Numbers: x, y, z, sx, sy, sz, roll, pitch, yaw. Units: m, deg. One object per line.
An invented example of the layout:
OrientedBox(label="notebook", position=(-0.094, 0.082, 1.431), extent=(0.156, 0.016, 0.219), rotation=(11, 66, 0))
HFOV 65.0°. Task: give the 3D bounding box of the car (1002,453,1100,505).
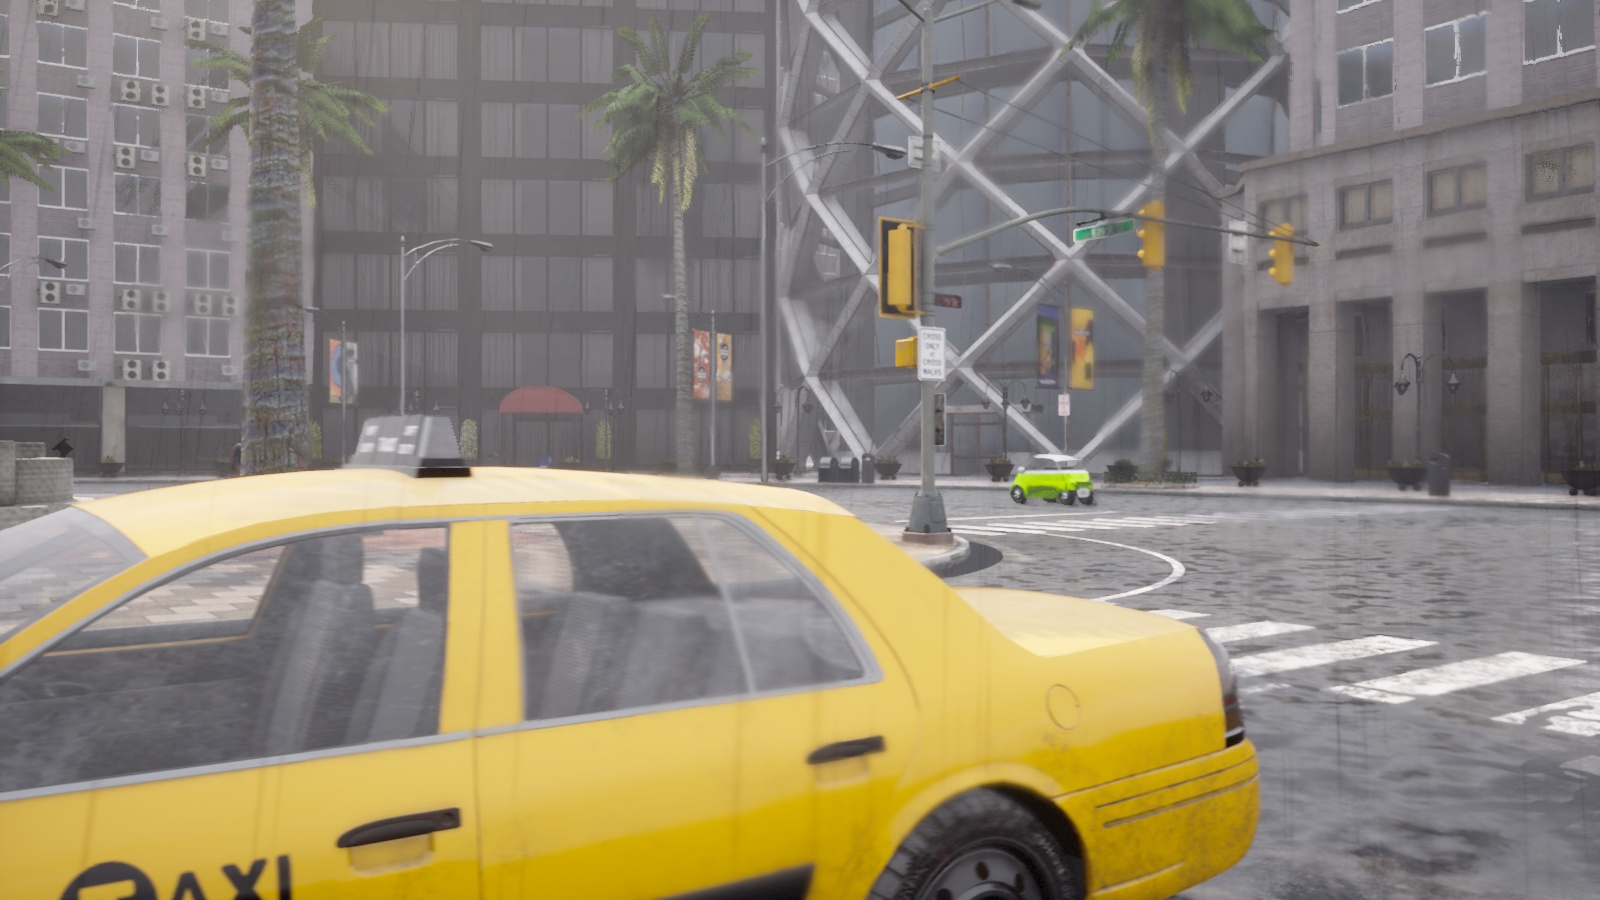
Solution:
OrientedBox(label="car", position=(6.871, 0.766, 34.444), extent=(1.481, 1.376, 2.207), rotation=(0, 0, -36))

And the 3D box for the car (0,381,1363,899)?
OrientedBox(label="car", position=(-1.043, 0.691, 2.918), extent=(5.366, 1.575, 1.801), rotation=(0, 0, -35))

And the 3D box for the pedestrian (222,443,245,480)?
OrientedBox(label="pedestrian", position=(-28.368, 0.564, 62.921), extent=(0.899, 1.844, 0.634), rotation=(0, 0, -11))

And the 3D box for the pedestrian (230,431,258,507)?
OrientedBox(label="pedestrian", position=(-14.487, 0.485, 32.739), extent=(0.423, 1.949, 0.788), rotation=(0, 0, -43))
